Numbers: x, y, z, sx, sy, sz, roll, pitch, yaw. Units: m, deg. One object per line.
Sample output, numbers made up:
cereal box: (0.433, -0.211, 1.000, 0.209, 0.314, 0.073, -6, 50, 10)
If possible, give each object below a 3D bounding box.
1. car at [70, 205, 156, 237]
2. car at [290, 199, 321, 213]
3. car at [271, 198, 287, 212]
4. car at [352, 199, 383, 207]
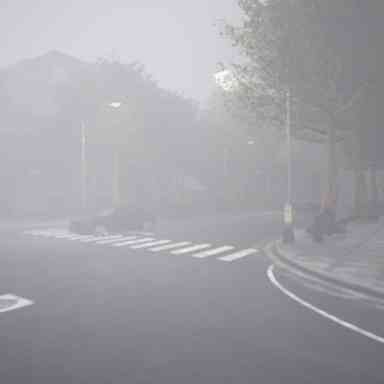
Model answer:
car: (-4.223, 1.495, 18.380, 1.882, 1.535, 5.008, 0, 0, 41)
car: (12.686, 1.505, 35.589, 2.128, 1.511, 4.902, 0, 0, 36)
car: (10.901, 1.524, 39.265, 1.837, 1.490, 4.892, 0, -1, 36)
car: (25.758, 1.609, 48.227, 4.718, 1.301, 1.895, 0, 0, -18)
